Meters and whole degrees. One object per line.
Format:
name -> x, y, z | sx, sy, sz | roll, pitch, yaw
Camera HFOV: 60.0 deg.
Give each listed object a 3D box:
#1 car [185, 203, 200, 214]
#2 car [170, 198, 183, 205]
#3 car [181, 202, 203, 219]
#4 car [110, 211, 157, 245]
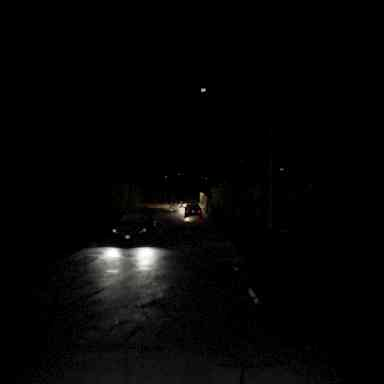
car -> 0.116, 2.126, 44.788 | 1.895, 1.301, 4.718 | 0, -1, 0
car -> -2.678, 1.749, 58.529 | 2.097, 1.767, 4.553 | 0, -1, 0
car -> 0.129, 1.952, 34.063 | 2.033, 1.411, 5.357 | 0, -1, 1
car -> -2.831, 1.734, 16.954 | 1.812, 1.442, 4.674 | 0, -1, 0
